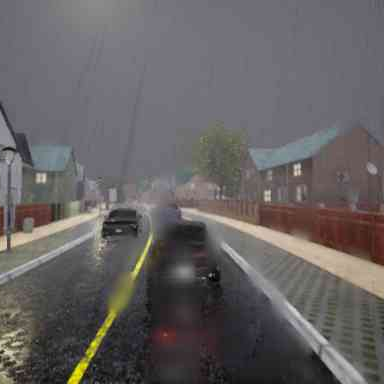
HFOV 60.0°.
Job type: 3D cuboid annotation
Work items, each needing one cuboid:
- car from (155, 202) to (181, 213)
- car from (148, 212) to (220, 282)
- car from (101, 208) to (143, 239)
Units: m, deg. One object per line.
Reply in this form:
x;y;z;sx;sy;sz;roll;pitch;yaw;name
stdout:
-2.158;1.674;29.557;2.097;1.767;4.553;0;-1;-8;car
-0.273;1.599;10.052;1.837;1.490;4.892;0;0;-3;car
-3.846;1.662;18.859;1.882;1.535;5.008;0;-1;-5;car
